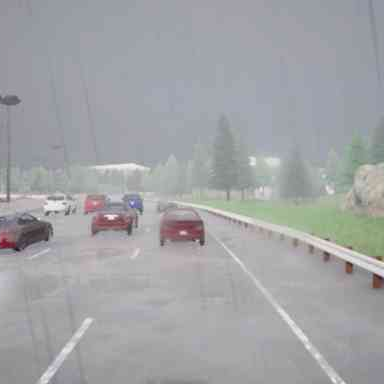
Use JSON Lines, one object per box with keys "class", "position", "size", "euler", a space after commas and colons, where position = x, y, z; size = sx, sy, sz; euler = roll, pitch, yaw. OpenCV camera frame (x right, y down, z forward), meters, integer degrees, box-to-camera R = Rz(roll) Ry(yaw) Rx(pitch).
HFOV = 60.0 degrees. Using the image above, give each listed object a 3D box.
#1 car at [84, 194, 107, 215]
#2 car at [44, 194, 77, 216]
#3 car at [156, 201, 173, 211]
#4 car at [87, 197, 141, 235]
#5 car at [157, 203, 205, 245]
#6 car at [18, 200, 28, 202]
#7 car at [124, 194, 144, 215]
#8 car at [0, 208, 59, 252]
{"class": "car", "position": [-9.747, 1.249, 34.472], "size": [2.150, 2.045, 5.566], "euler": [0, 0, -9]}
{"class": "car", "position": [-13.115, 1.248, 33.402], "size": [2.150, 2.045, 5.566], "euler": [0, 0, -9]}
{"class": "car", "position": [-2.730, 1.629, 34.901], "size": [1.895, 1.301, 4.718], "euler": [0, 0, -9]}
{"class": "car", "position": [-4.307, 1.367, 19.124], "size": [2.097, 1.767, 4.553], "euler": [0, 0, -5]}
{"class": "car", "position": [-0.518, 1.490, 15.663], "size": [1.882, 1.535, 5.008], "euler": [0, 0, -4]}
{"class": "car", "position": [-29.228, 1.523, 56.683], "size": [1.882, 1.535, 5.008], "euler": [0, 1, -17]}
{"class": "car", "position": [-6.268, 1.249, 34.894], "size": [2.150, 2.045, 5.566], "euler": [0, 0, -9]}
{"class": "car", "position": [-7.422, 1.575, 13.915], "size": [1.994, 1.385, 4.181], "euler": [0, 0, -3]}
